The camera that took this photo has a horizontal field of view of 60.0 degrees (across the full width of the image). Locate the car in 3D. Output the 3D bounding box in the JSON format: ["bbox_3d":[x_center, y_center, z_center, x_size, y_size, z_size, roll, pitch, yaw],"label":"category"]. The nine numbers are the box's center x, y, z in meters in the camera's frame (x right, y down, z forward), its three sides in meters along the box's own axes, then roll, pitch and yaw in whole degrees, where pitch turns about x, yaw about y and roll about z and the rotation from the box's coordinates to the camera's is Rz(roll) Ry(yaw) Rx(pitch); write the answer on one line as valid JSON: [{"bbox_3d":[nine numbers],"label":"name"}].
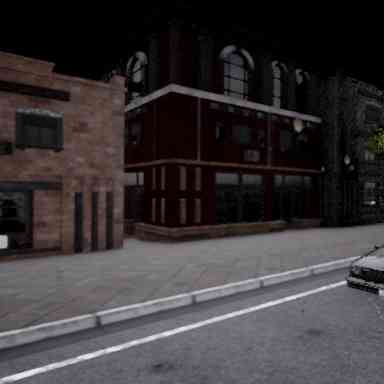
[{"bbox_3d":[5.871,1.549,7.872,5.357,1.411,2.033,0,0,-36],"label":"car"}]
